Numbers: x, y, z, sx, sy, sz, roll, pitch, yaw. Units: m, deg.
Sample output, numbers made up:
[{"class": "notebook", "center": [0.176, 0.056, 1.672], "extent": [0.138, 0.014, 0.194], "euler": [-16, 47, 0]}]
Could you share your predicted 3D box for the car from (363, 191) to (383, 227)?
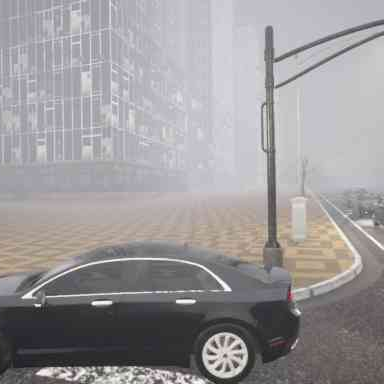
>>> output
[{"class": "car", "center": [9.124, 0.928, 14.345], "extent": [2.128, 1.511, 4.902], "euler": [-1, 2, 18]}]

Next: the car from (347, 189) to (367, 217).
[{"class": "car", "center": [11.196, 0.759, 20.631], "extent": [1.994, 1.385, 4.181], "euler": [-1, 2, 17]}]

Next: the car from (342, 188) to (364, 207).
[{"class": "car", "center": [13.214, 0.454, 26.688], "extent": [2.128, 1.511, 4.902], "euler": [-1, 2, 18]}]

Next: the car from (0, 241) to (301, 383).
[{"class": "car", "center": [-1.002, 1.505, 4.746], "extent": [4.892, 1.490, 1.837], "euler": [0, 0, 0]}]
